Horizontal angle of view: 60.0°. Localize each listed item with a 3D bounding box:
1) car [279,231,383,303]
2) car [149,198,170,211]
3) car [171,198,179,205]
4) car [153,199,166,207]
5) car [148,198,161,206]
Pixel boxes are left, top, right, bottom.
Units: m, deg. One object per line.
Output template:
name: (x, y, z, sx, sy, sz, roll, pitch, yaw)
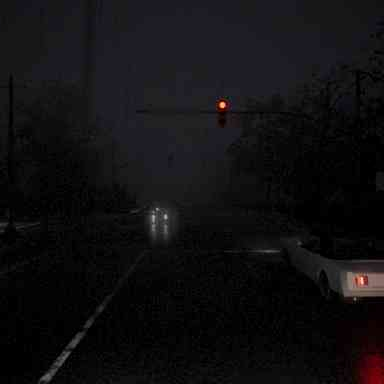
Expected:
car: (3.587, 1.600, 8.152, 1.895, 1.301, 4.718, 0, 0, 0)
car: (-4.071, 1.589, 42.433, 1.812, 1.442, 4.674, 0, -1, -3)
car: (-4.851, 2.105, 72.957, 1.882, 1.535, 5.008, 0, -1, -16)
car: (-6.071, 1.955, 61.664, 1.994, 1.385, 4.181, 0, -1, -10)
car: (-8.105, 2.119, 71.658, 1.837, 1.490, 4.892, 0, -1, -16)
